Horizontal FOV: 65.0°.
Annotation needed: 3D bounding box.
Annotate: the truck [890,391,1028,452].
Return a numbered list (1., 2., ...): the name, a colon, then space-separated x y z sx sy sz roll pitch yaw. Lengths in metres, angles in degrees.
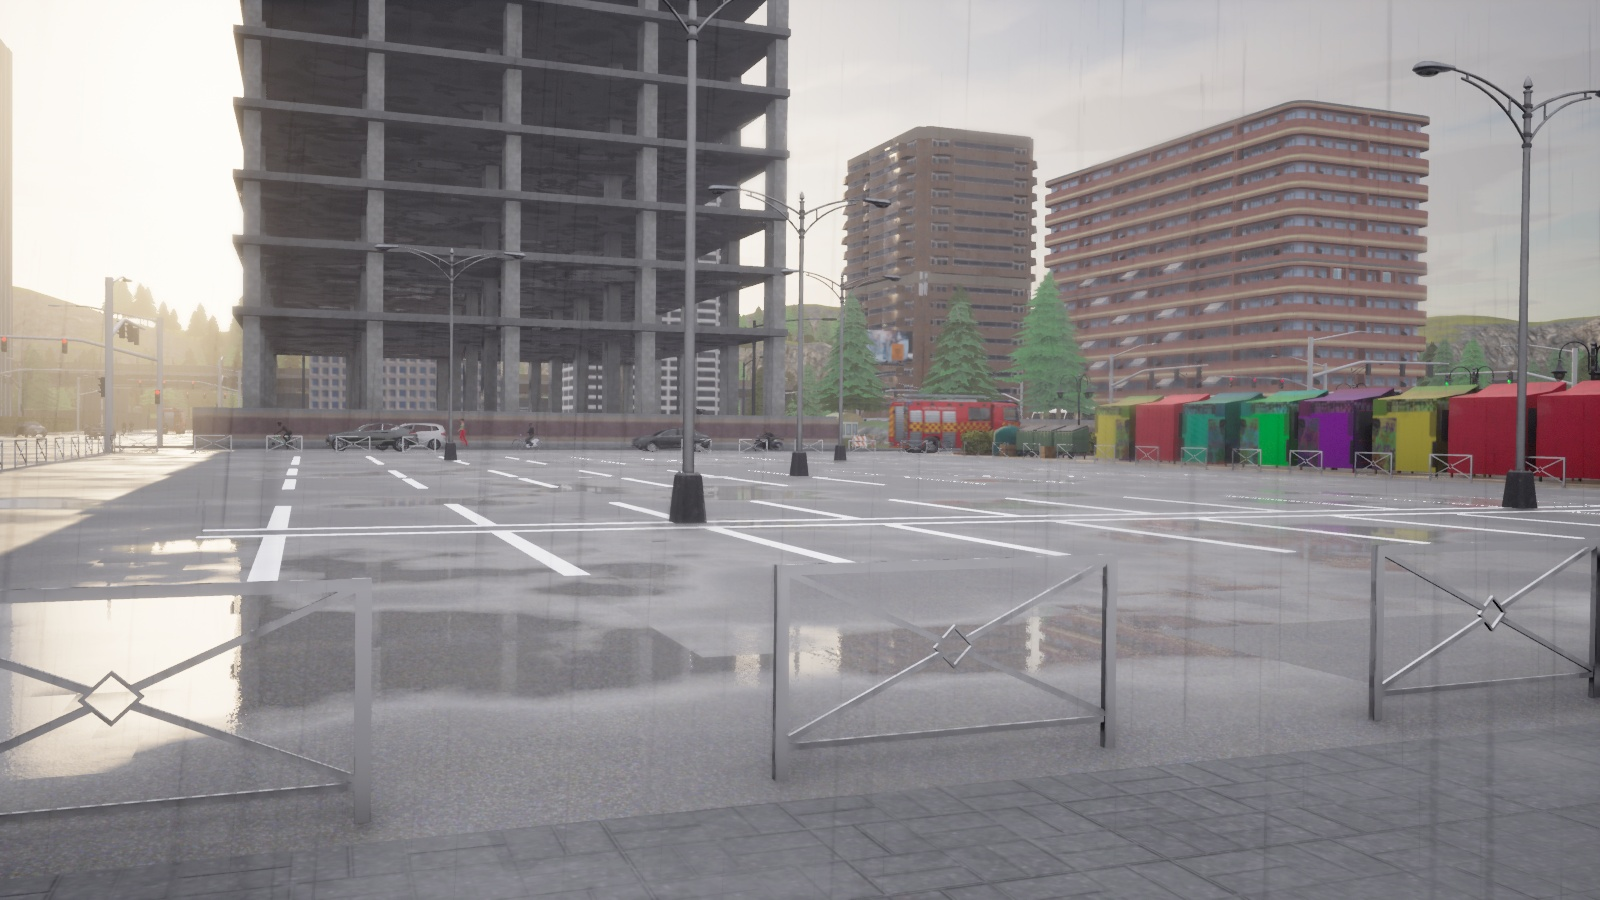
1. truck: 10.283 -1.853 81.135 8.468 3.827 2.891 -1 1 -22

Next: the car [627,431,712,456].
1. car: -8.043 -0.428 77.594 4.892 1.490 1.837 -1 1 -22

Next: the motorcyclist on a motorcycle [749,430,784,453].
1. motorcyclist on a motorcycle: -2.236 -0.560 83.684 2.191 1.530 0.866 -1 1 -22

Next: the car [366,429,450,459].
1. car: -23.501 -0.382 75.183 4.611 1.667 2.242 -1 1 -22

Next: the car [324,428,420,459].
1. car: -24.227 -0.374 71.120 5.027 1.651 2.152 -1 1 -22
